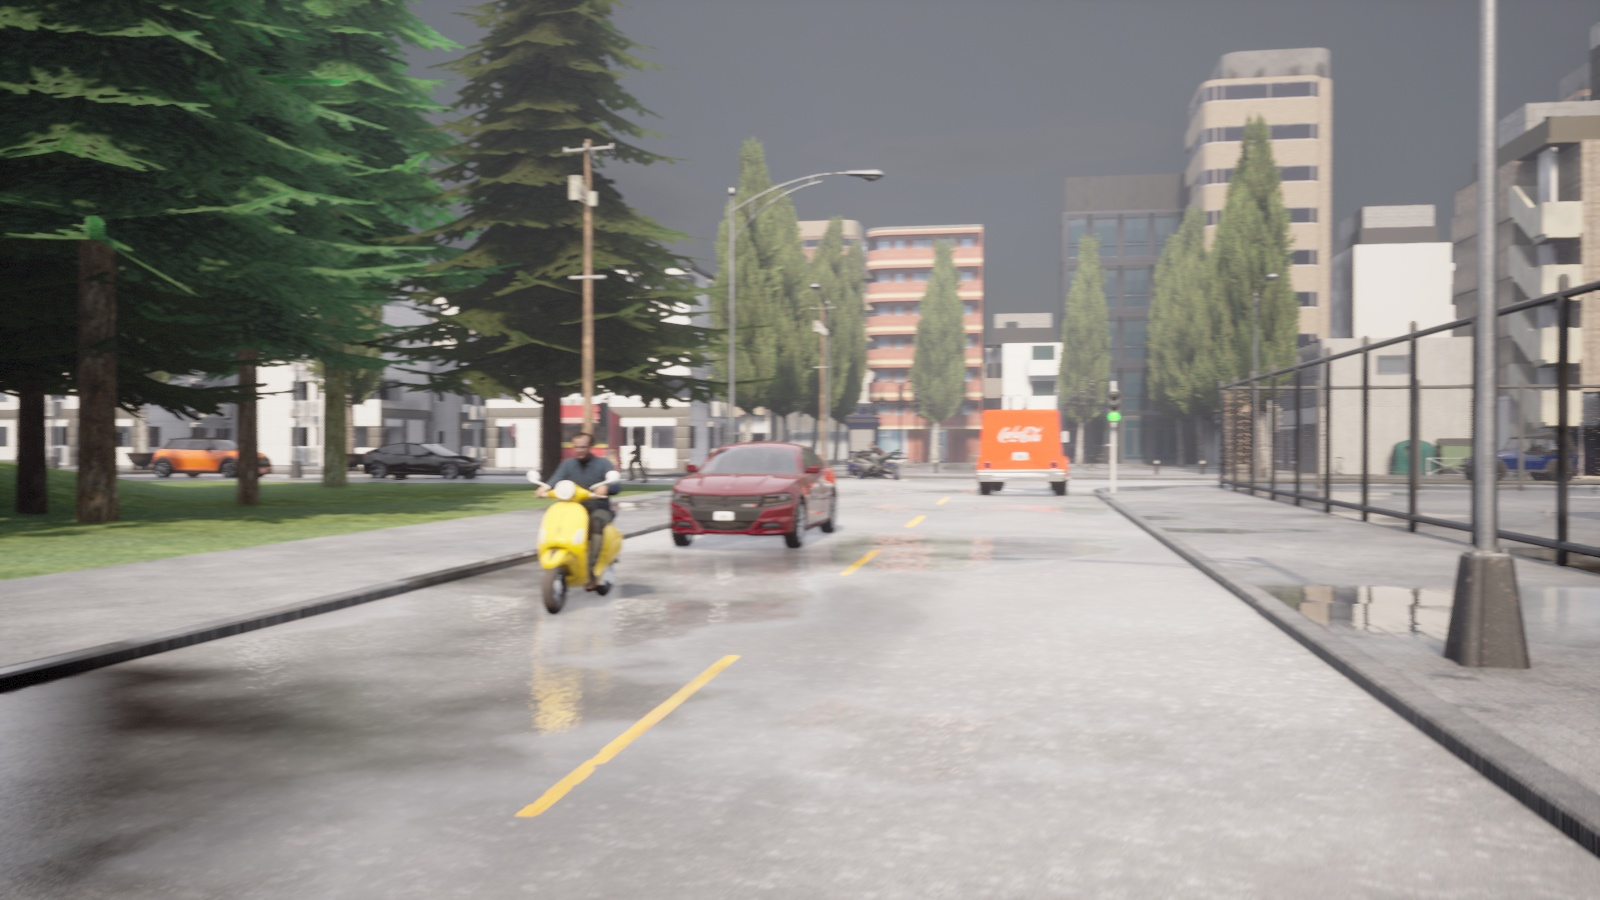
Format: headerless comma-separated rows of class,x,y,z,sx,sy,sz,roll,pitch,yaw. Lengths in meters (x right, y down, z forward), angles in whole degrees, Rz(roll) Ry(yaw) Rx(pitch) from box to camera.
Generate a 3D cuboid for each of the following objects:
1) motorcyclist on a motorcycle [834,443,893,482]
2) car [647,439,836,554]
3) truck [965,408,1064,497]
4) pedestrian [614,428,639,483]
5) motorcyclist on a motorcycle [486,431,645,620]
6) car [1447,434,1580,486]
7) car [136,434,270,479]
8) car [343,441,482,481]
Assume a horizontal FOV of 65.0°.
motorcyclist on a motorcycle,2.564,0.496,50.447,2.191,1.530,0.866,0,2,26
car,-0.735,0.609,19.423,1.882,1.535,5.008,0,0,10
truck,6.497,0.061,37.499,2.627,2.467,5.204,0,0,13
pedestrian,-5.883,0.191,42.618,0.703,1.840,0.431,0,0,15
motorcyclist on a motorcycle,-2.094,0.627,11.490,0.866,1.590,1.817,0,0,9
car,26.413,0.351,46.605,3.866,1.878,1.905,0,0,10
car,-24.267,0.235,51.127,4.553,1.767,2.097,0,0,10
car,-15.291,0.412,49.618,4.792,1.488,2.163,0,0,10
